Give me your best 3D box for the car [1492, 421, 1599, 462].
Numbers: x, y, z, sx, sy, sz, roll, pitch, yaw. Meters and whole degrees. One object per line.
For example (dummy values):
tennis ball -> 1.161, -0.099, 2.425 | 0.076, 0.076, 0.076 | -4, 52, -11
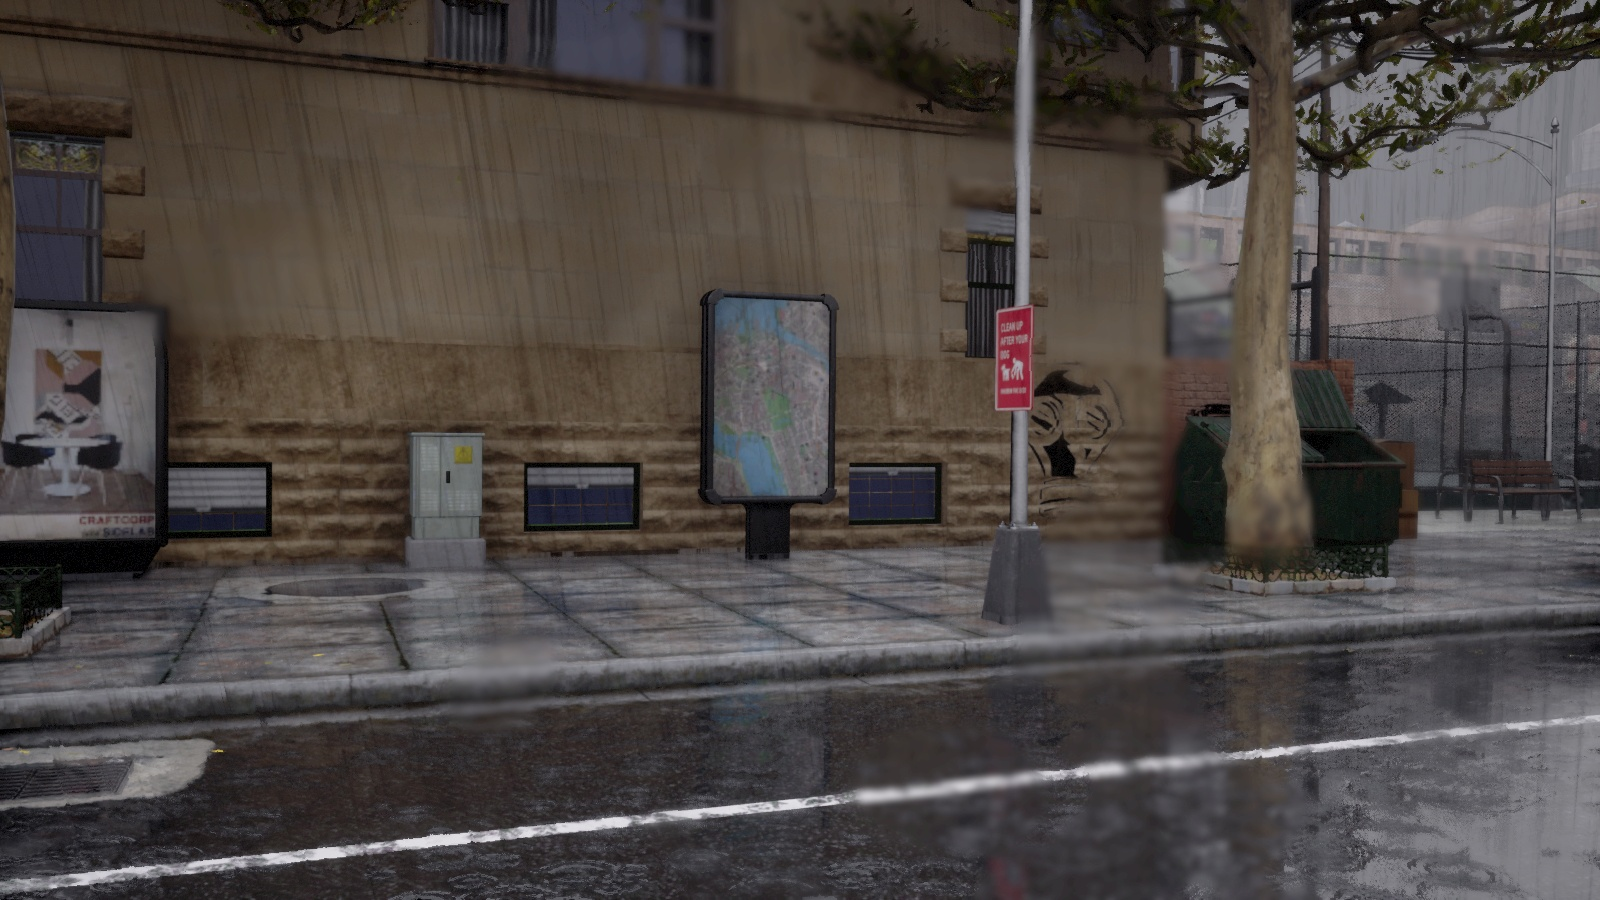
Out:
car -> 29.746, -0.356, 49.862 | 1.789, 1.549, 3.705 | -1, 1, -21

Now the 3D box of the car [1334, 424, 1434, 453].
car -> 30.883, -0.613, 66.552 | 1.837, 1.490, 4.892 | -1, 1, -20
